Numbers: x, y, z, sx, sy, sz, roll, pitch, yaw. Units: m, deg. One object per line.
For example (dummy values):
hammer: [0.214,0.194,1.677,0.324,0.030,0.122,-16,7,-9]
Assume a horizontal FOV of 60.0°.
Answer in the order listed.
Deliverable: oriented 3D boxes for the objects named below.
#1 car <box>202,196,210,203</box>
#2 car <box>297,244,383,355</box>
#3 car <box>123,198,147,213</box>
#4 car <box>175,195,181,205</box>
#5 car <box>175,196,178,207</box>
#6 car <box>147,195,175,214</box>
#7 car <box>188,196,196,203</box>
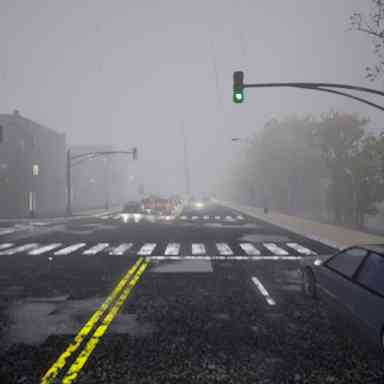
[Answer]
car: [3.241,1.745,78.703,1.882,1.535,5.008,0,0,0]
car: [3.360,1.566,5.358,2.033,1.411,5.357,0,0,0]
car: [-6.558,1.691,37.928,1.994,1.385,4.181,0,0,0]
car: [-3.318,1.679,55.541,2.128,1.511,4.902,0,0,0]
car: [-3.316,1.657,45.278,1.837,1.490,4.892,0,0,0]
car: [-3.307,1.474,36.407,2.097,1.767,4.553,0,0,0]
car: [-0.008,1.793,78.906,1.812,1.442,4.674,0,0,0]
